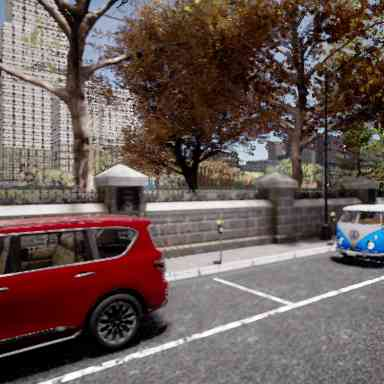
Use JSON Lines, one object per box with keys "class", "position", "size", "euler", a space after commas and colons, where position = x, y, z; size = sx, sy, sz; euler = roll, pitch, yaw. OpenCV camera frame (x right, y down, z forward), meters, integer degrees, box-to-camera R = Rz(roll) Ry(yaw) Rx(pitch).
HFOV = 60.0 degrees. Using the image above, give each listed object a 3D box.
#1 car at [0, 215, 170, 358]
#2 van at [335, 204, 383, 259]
{"class": "car", "position": [-2.686, 1.314, 4.642], "size": [5.009, 1.841, 2.192], "euler": [0, 0, -35]}
{"class": "van", "position": [6.485, 1.309, 11.176], "size": [3.998, 1.788, 1.690], "euler": [0, 0, -35]}
